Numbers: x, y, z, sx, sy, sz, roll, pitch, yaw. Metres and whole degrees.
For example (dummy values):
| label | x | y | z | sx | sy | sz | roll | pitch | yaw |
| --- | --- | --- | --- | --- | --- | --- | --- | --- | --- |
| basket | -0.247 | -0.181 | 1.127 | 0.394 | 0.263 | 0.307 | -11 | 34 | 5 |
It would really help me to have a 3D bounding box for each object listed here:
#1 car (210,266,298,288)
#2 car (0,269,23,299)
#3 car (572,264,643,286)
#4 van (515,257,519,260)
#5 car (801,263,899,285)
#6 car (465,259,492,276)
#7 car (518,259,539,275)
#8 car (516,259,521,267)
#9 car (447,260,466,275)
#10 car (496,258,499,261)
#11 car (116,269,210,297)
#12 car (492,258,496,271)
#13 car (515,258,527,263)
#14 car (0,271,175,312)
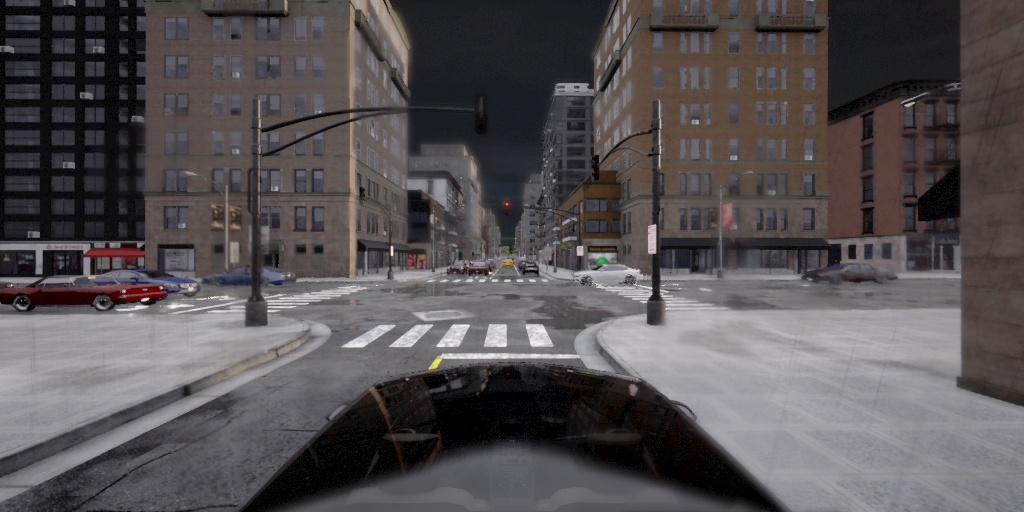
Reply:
| label | x | y | z | sx | sy | sz | roll | pitch | yaw |
| --- | --- | --- | --- | --- | --- | --- | --- | --- | --- |
| car | -17.417 | 1.370 | 23.959 | 5.357 | 1.411 | 2.033 | 0 | 0 | -1 |
| car | -27.462 | 1.397 | 17.133 | 5.357 | 1.411 | 2.033 | 0 | 0 | -1 |
| car | 6.410 | 1.258 | 24.252 | 4.674 | 1.442 | 1.812 | 0 | 0 | -1 |
| van | 1.869 | 1.173 | 61.763 | 1.690 | 1.789 | 3.998 | 0 | 0 | 0 |
| car | 22.986 | 1.207 | 24.449 | 5.357 | 1.411 | 2.033 | 0 | 0 | -1 |
| car | -3.451 | 1.265 | 37.858 | 1.882 | 1.535 | 5.008 | 0 | 0 | 0 |
| car | 2.024 | 1.355 | 39.720 | 1.948 | 1.339 | 4.313 | 0 | 0 | 0 |
| car | 1.947 | 1.391 | 50.743 | 1.802 | 1.307 | 4.207 | 0 | 0 | 0 |
| car | -6.001 | 1.230 | 39.664 | 1.967 | 1.591 | 4.097 | 0 | 0 | 0 |
| car | -3.576 | 1.424 | 57.591 | 1.895 | 1.301 | 4.718 | 0 | 0 | 0 |
| car | -17.737 | 1.337 | 17.247 | 4.674 | 1.442 | 1.812 | 0 | 0 | 1 |
| car | -3.515 | 1.308 | 47.451 | 1.837 | 1.490 | 4.892 | 0 | 0 | 0 |
| car | 1.908 | 1.386 | 56.253 | 1.948 | 1.339 | 4.313 | 0 | 0 | 0 |
| car | -16.565 | 1.401 | 14.018 | 4.718 | 1.301 | 1.895 | 0 | 0 | -1 |
